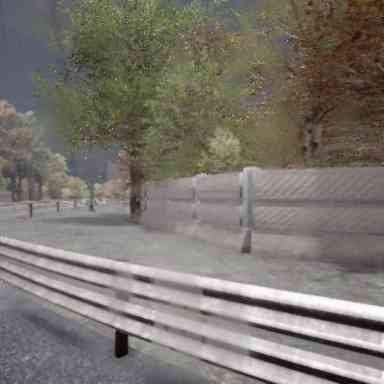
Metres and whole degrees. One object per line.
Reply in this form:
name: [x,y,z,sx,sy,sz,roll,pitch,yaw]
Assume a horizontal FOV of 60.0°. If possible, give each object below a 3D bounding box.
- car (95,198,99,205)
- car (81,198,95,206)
car: [-24.619,2.365,83.278,2.097,1.767,4.553,0,-1,-7]
car: [-23.329,2.190,73.075,1.882,1.535,5.008,0,-1,-7]
